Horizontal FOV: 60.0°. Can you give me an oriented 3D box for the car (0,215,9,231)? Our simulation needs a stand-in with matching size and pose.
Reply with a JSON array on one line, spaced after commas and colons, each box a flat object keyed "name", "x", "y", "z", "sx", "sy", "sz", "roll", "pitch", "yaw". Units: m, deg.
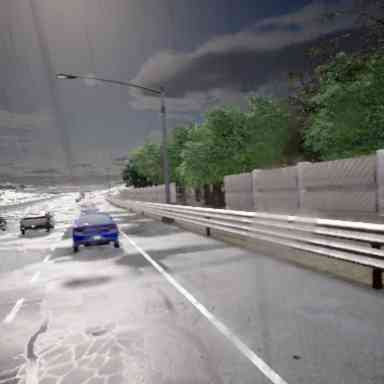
[{"name": "car", "x": -14.391, "y": 2.225, "z": 23.433, "sx": 2.128, "sy": 1.511, "sz": 4.902, "roll": -3, "pitch": 0, "yaw": -18}]

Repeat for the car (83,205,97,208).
[{"name": "car", "x": -10.292, "y": 2.038, "z": 33.639, "sx": 2.033, "sy": 1.411, "sz": 5.357, "roll": -3, "pitch": 0, "yaw": -18}]

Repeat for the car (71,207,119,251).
[{"name": "car", "x": -4.564, "y": 1.697, "z": 15.628, "sx": 1.882, "sy": 1.535, "sz": 5.008, "roll": -3, "pitch": 0, "yaw": -18}]

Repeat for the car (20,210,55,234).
[{"name": "car", "x": -10.900, "y": 2.037, "z": 23.654, "sx": 2.128, "sy": 1.511, "sz": 4.902, "roll": -3, "pitch": 0, "yaw": -18}]
